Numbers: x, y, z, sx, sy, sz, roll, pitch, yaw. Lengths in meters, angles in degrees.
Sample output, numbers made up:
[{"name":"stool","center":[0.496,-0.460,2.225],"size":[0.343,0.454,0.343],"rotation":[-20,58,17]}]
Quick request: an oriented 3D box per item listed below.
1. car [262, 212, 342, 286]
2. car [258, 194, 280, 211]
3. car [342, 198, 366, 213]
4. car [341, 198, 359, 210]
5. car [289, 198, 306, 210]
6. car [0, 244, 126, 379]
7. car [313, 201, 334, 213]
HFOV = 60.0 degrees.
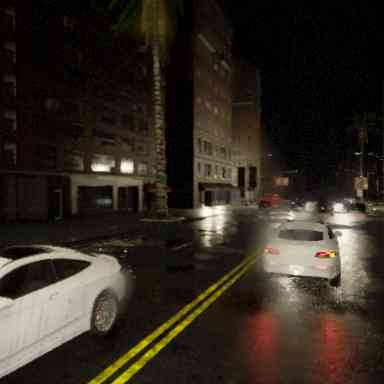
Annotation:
[{"name":"car","center":[3.201,1.530,9.485],"size":[1.812,1.442,4.674],"rotation":[0,0,23]},{"name":"car","center":[10.179,1.291,43.500],"size":[2.150,2.045,5.566],"rotation":[0,0,23]},{"name":"car","center":[18.539,1.586,37.824],"size":[2.128,1.511,4.902],"rotation":[0,0,23]},{"name":"car","center":[22.475,1.621,47.446],"size":[2.128,1.511,4.902],"rotation":[0,0,23]},{"name":"car","center":[14.408,1.596,45.181],"size":[1.837,1.490,4.892],"rotation":[0,-1,23]},{"name":"car","center":[-2.660,1.513,4.371],"size":[1.812,1.442,4.674],"rotation":[0,0,23]},{"name":"car","center":[13.363,1.612,33.808],"size":[2.033,1.411,5.357],"rotation":[0,0,23]}]
